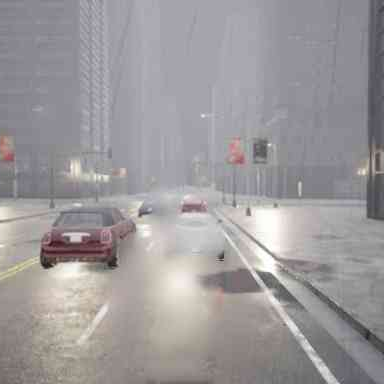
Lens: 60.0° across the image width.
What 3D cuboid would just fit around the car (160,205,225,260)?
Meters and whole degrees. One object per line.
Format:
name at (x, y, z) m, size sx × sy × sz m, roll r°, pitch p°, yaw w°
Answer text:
car at (0.116, 1.393, 11.680) m, size 1.812 × 1.442 × 4.674 m, roll 0°, pitch 0°, yaw 1°

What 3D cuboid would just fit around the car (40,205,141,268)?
car at (-3.131, 1.230, 10.950) m, size 2.097 × 1.767 × 4.553 m, roll 0°, pitch 1°, yaw -1°

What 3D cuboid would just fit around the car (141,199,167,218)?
car at (-3.129, 1.255, 26.890) m, size 1.994 × 1.385 × 4.181 m, roll 0°, pitch 0°, yaw 0°

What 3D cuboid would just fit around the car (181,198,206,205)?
car at (0.122, 1.175, 26.427) m, size 1.882 × 1.535 × 5.008 m, roll 0°, pitch 0°, yaw 0°
